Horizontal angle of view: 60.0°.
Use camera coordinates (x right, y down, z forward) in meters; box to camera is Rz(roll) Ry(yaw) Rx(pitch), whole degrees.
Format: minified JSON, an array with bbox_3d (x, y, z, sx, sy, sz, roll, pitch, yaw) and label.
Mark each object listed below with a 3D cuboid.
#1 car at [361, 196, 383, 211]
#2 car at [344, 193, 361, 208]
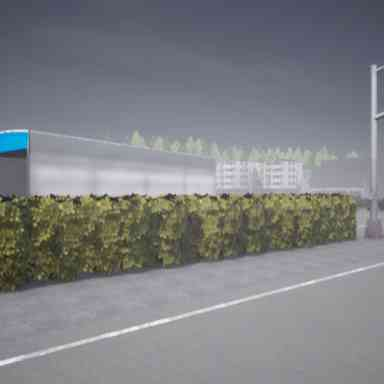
[{"bbox_3d":[20.783,1.298,36.140,4.514,1.523,2.007,0,0,-35],"label":"car"},{"bbox_3d":[18.944,1.289,38.681,5.027,1.636,2.152,0,0,-35],"label":"car"}]
